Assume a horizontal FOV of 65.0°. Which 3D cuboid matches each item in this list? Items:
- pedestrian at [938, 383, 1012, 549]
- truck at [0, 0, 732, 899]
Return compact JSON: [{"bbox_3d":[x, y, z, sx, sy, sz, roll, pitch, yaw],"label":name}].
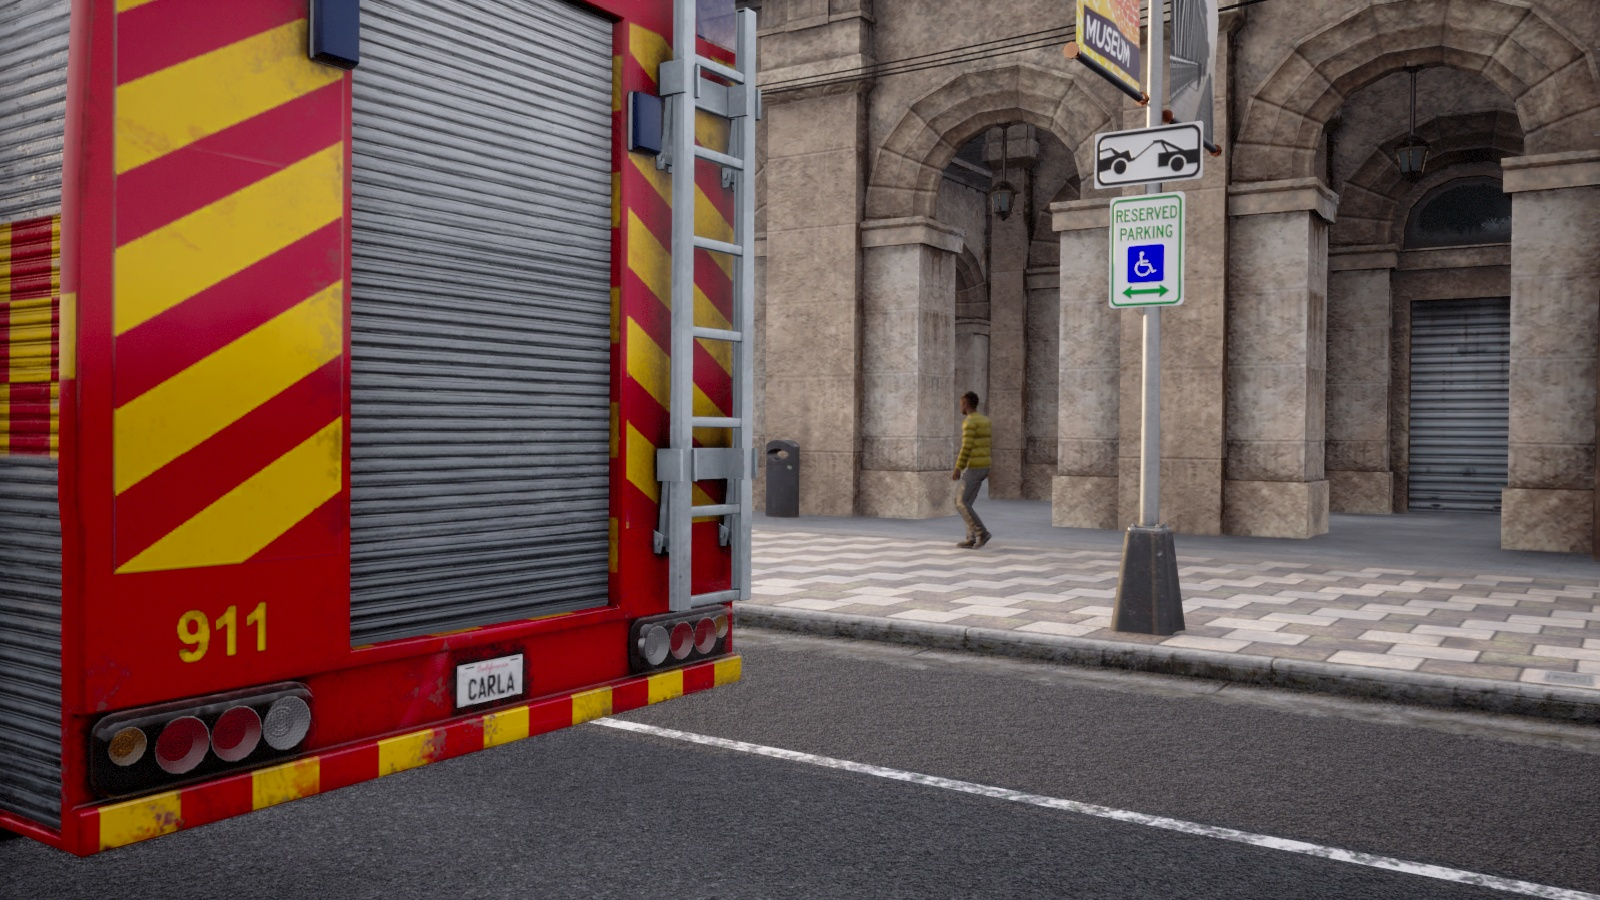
[{"bbox_3d":[1.998,0.175,14.312,0.709,1.840,0.431,0,1,33],"label":"pedestrian"},{"bbox_3d":[-4.646,-0.483,6.693,8.468,3.827,2.891,0,1,34],"label":"truck"}]
